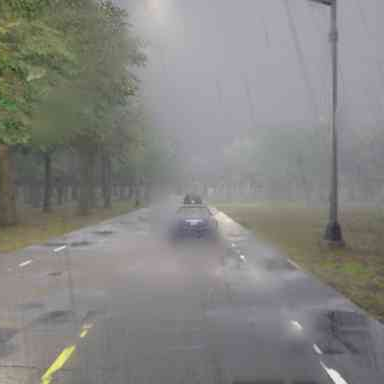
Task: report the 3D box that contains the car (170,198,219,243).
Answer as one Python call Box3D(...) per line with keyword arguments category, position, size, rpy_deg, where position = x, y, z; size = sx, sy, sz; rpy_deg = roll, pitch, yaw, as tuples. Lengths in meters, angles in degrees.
Box3D(category="car", position=(0.104, 1.354, 16.130), size=(2.097, 1.767, 4.553), rpy_deg=(0, 0, 0))

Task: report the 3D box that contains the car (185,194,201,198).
Box3D(category="car", position=(0.112, 1.227, 38.410), size=(2.150, 2.045, 5.566), rpy_deg=(0, 0, 0))
